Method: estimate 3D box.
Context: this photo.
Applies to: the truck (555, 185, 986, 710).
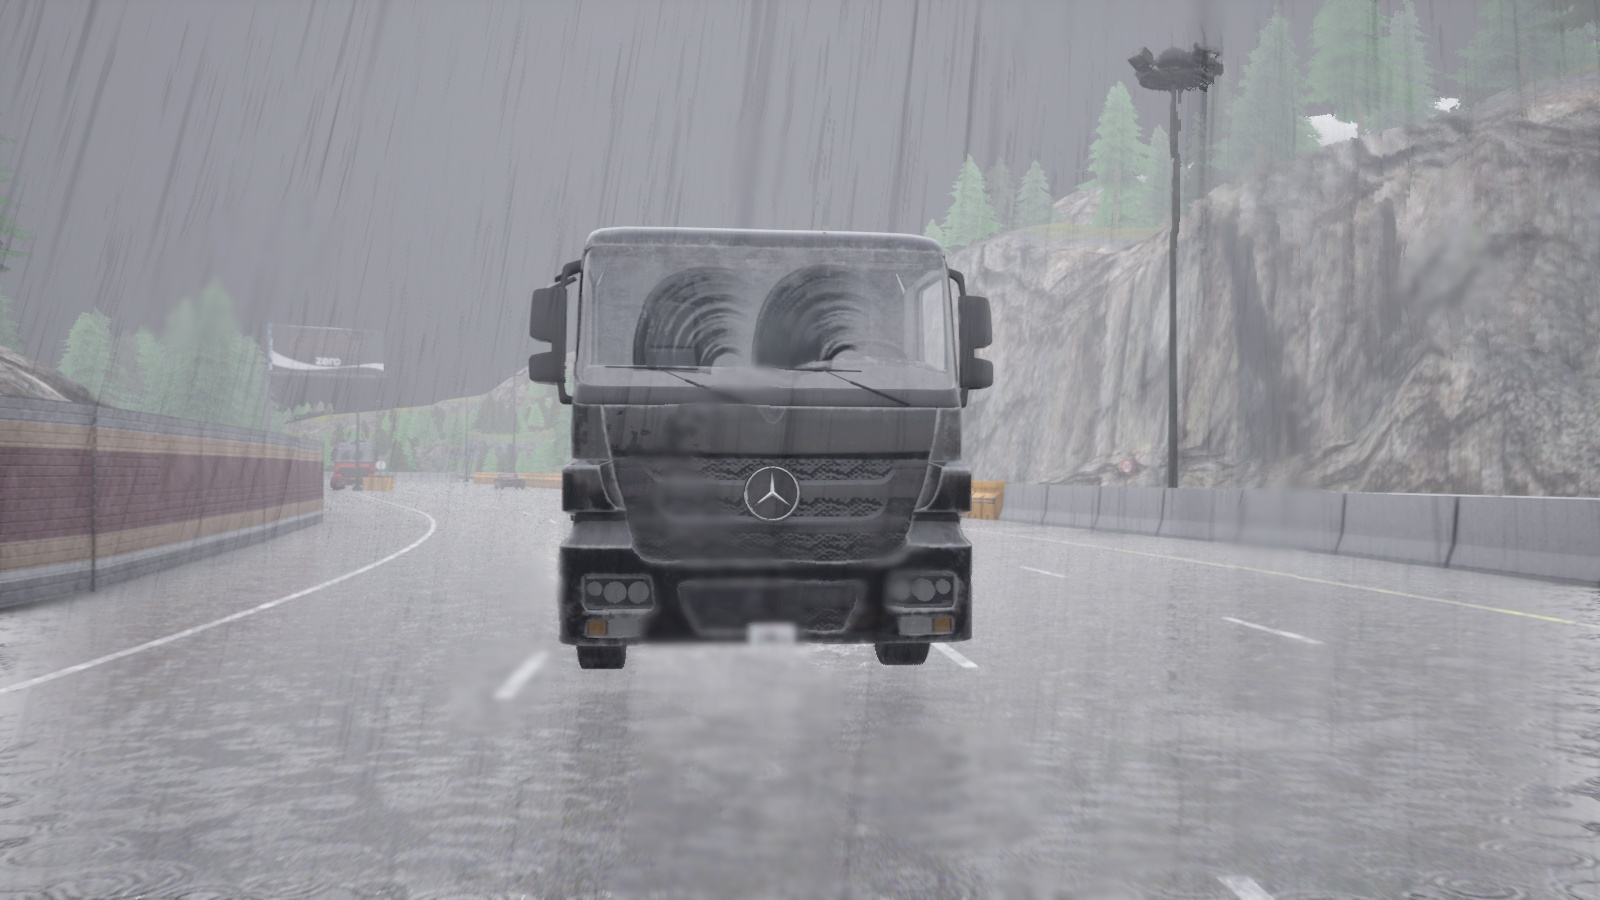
[{"bbox_3d":[-0.610,0.043,12.387,2.891,3.462,7.936,0,-1,-6],"label":"truck"}]
